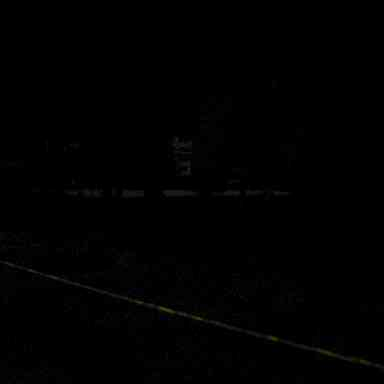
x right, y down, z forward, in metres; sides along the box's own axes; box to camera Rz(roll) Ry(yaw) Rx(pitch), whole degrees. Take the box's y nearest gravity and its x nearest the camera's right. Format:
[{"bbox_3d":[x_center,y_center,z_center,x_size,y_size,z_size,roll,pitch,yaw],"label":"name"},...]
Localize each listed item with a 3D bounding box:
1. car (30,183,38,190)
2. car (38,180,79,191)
[{"bbox_3d":[-22.092,-1.049,50.758,2.128,1.511,4.902,5,3,37],"label":"car"},{"bbox_3d":[-19.114,-0.751,48.907,2.033,1.411,5.357,5,3,37],"label":"car"}]
